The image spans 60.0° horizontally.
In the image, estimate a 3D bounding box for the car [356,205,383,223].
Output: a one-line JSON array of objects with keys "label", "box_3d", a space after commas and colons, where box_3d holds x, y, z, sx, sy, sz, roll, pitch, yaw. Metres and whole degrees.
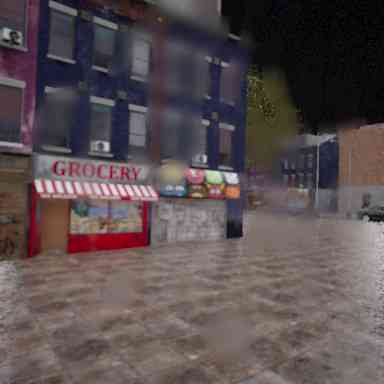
[{"label": "car", "box_3d": [15.437, 1.783, 25.921, 1.837, 1.490, 4.892, 3, -2, -34]}]

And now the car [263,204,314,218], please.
[{"label": "car", "box_3d": [9.712, 1.899, 34.065, 2.033, 1.411, 5.357, 3, -2, -35]}]
